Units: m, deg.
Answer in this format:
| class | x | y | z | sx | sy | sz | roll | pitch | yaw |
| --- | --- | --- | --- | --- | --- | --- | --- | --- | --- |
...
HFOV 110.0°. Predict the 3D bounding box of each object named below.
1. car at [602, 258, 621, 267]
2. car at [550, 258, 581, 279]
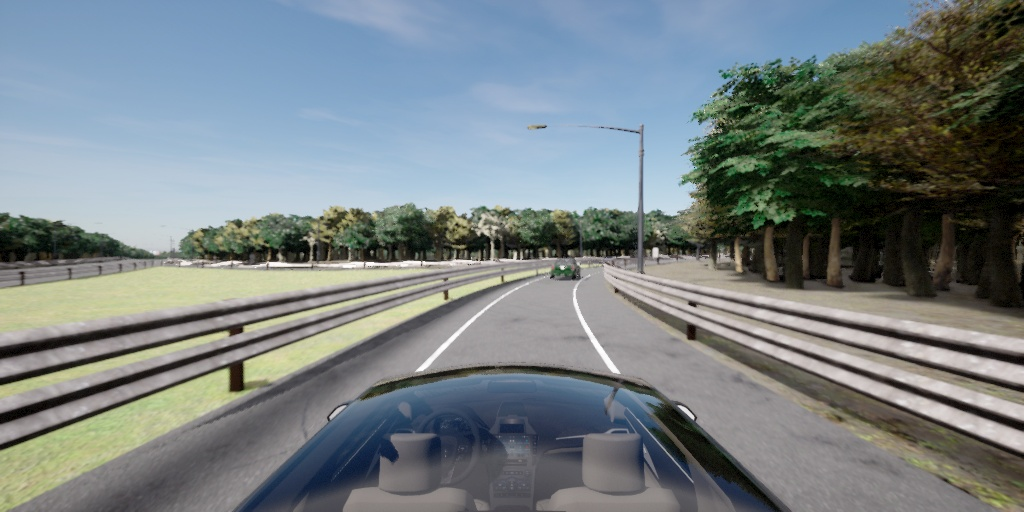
| class | x | y | z | sx | sy | sz | roll | pitch | yaw |
| --- | --- | --- | --- | --- | --- | --- | --- | --- | --- |
| car | 14.932 | 0.987 | 53.625 | 2.128 | 1.511 | 4.902 | 0 | 1 | 31 |
| car | 4.673 | 0.987 | 30.702 | 2.097 | 1.767 | 4.553 | 0 | 0 | 17 |
